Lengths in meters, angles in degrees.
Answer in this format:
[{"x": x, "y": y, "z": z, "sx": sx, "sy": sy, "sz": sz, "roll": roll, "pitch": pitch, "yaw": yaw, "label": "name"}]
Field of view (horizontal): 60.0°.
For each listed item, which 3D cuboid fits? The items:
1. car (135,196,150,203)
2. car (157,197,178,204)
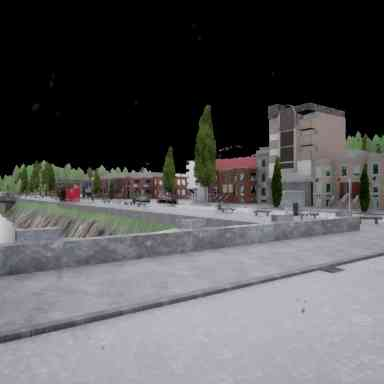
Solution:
[{"x": -10.377, "y": 1.561, "z": 68.869, "sx": 1.994, "sy": 1.385, "sz": 4.181, "roll": 0, "pitch": 0, "yaw": -35, "label": "car"}, {"x": -4.574, "y": 1.601, "z": 60.735, "sx": 1.895, "sy": 1.301, "sz": 4.718, "roll": 0, "pitch": 0, "yaw": -35, "label": "car"}]
